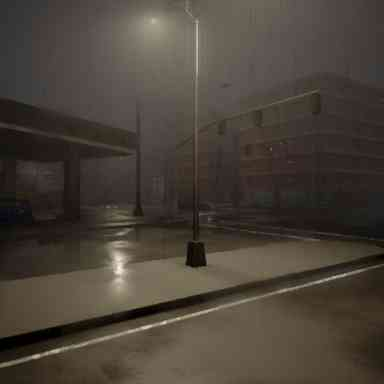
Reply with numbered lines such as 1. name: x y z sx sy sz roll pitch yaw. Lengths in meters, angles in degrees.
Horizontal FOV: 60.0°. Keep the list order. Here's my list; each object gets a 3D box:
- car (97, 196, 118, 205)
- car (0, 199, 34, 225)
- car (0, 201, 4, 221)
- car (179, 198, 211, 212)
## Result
1. car: -14.909 1.468 58.299 2.033 1.411 5.357 0 0 -36
2. car: -12.551 1.291 20.970 4.611 1.667 2.242 0 0 -35
3. car: -16.508 1.452 25.204 3.806 1.475 1.970 0 0 -35
4. car: 0.187 1.457 37.848 1.812 1.442 4.674 0 0 -36
